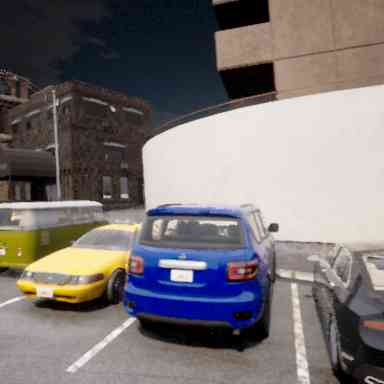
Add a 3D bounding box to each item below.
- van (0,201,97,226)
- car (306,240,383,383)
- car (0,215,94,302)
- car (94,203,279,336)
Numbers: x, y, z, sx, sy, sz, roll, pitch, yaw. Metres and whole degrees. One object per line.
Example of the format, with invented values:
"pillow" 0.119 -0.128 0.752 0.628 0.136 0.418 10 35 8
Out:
"van" -4.287 1.289 10.589 1.878 1.987 4.442 0 -1 15
"car" 3.012 1.501 5.259 2.231 1.521 4.892 0 -1 16
"car" -1.920 1.503 8.561 1.946 1.575 5.366 0 -1 15
"car" 0.578 1.253 7.038 2.435 2.045 5.566 0 -1 15
